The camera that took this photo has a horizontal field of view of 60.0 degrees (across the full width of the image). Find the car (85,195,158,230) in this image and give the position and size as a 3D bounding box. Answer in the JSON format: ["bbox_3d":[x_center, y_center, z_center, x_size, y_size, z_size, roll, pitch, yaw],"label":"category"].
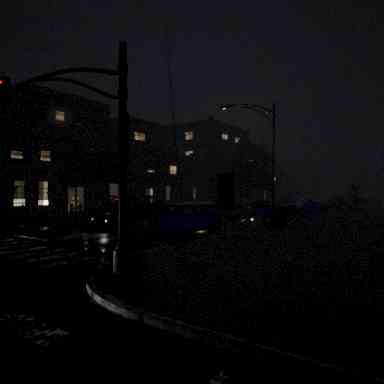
[{"bbox_3d":[-4.262,1.248,21.802,2.150,2.045,5.566,1,0,35],"label":"car"}]

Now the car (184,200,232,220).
[{"bbox_3d":[1.551,1.530,30.064,1.882,1.535,5.008,1,0,35],"label":"car"}]

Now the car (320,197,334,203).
[{"bbox_3d":[31.174,1.793,76.690,1.947,1.339,4.313,0,0,35],"label":"car"}]

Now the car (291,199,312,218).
[{"bbox_3d":[9.427,1.656,31.206,1.887,1.381,4.507,0,0,35],"label":"car"}]

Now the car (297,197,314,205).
[{"bbox_3d":[21.645,1.706,63.141,1.887,1.381,4.507,0,0,35],"label":"car"}]

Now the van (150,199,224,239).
[{"bbox_3d":[-0.102,1.407,17.658,1.690,1.788,3.998,0,0,35],"label":"van"}]

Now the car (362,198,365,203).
[{"bbox_3d":[28.587,1.748,58.445,1.752,1.417,4.829,0,0,35],"label":"car"}]

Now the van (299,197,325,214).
[{"bbox_3d":[12.605,1.469,35.723,1.690,1.788,3.998,0,0,35],"label":"van"}]

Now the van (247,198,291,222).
[{"bbox_3d":[6.252,1.436,26.691,1.690,1.788,3.998,0,0,35],"label":"van"}]

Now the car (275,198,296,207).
[{"bbox_3d":[15.291,1.666,54.108,1.887,1.381,4.507,0,0,35],"label":"car"}]

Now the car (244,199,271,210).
[{"bbox_3d":[8.937,1.629,45.077,1.887,1.381,4.507,0,0,35],"label":"car"}]

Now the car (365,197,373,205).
[{"bbox_3d":[34.842,1.810,67.338,1.887,1.381,4.507,0,0,35],"label":"car"}]

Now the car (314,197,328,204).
[{"bbox_3d":[27.900,1.729,72.035,1.752,1.417,4.829,0,0,35],"label":"car"}]

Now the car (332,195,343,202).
[{"bbox_3d":[37.529,1.713,85.723,1.967,1.590,4.097,0,0,35],"label":"car"}]

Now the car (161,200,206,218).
[{"bbox_3d":[-0.691,1.559,31.388,1.752,1.417,4.829,0,0,35],"label":"car"}]

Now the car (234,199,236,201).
[{"bbox_3d":[5.762,1.507,40.560,1.967,1.590,4.097,0,0,35],"label":"car"}]

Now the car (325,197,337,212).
[{"bbox_3d":[15.879,1.671,40.379,1.752,1.417,4.829,0,0,35],"label":"car"}]

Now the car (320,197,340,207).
[{"bbox_3d":[22.770,1.658,54.674,1.882,1.535,5.008,1,0,35],"label":"car"}]

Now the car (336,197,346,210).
[{"bbox_3d":[18.958,1.729,44.756,1.947,1.339,4.313,0,0,35],"label":"car"}]

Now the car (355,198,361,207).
[{"bbox_3d":[25.313,1.517,53.790,2.192,1.841,5.009,0,0,35],"label":"car"}]

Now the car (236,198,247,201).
[{"bbox_3d":[7.509,1.575,38.520,2.128,1.511,4.902,1,0,35],"label":"car"}]

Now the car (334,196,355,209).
[{"bbox_3d":[22.136,1.497,49.273,2.192,1.841,5.009,0,0,35],"label":"car"}]

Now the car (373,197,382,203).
[{"bbox_3d":[44.373,1.900,80.887,1.947,1.339,4.313,0,0,35],"label":"car"}]

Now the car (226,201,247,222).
[{"bbox_3d":[3.513,1.674,27.290,1.895,1.301,4.718,1,0,35],"label":"car"}]
